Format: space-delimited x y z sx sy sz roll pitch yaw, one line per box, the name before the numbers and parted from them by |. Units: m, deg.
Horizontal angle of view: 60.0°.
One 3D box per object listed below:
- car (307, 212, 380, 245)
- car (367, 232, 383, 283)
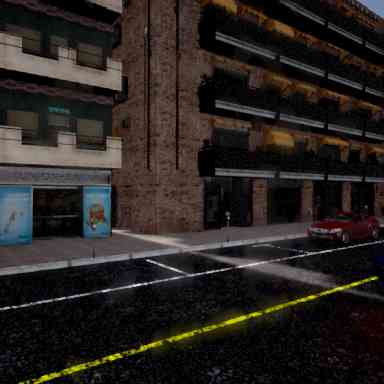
car | 7.172 1.583 15.538 4.206 1.307 1.802 0 0 -35
car | 6.334 1.601 7.828 4.718 1.301 1.895 0 0 -35
